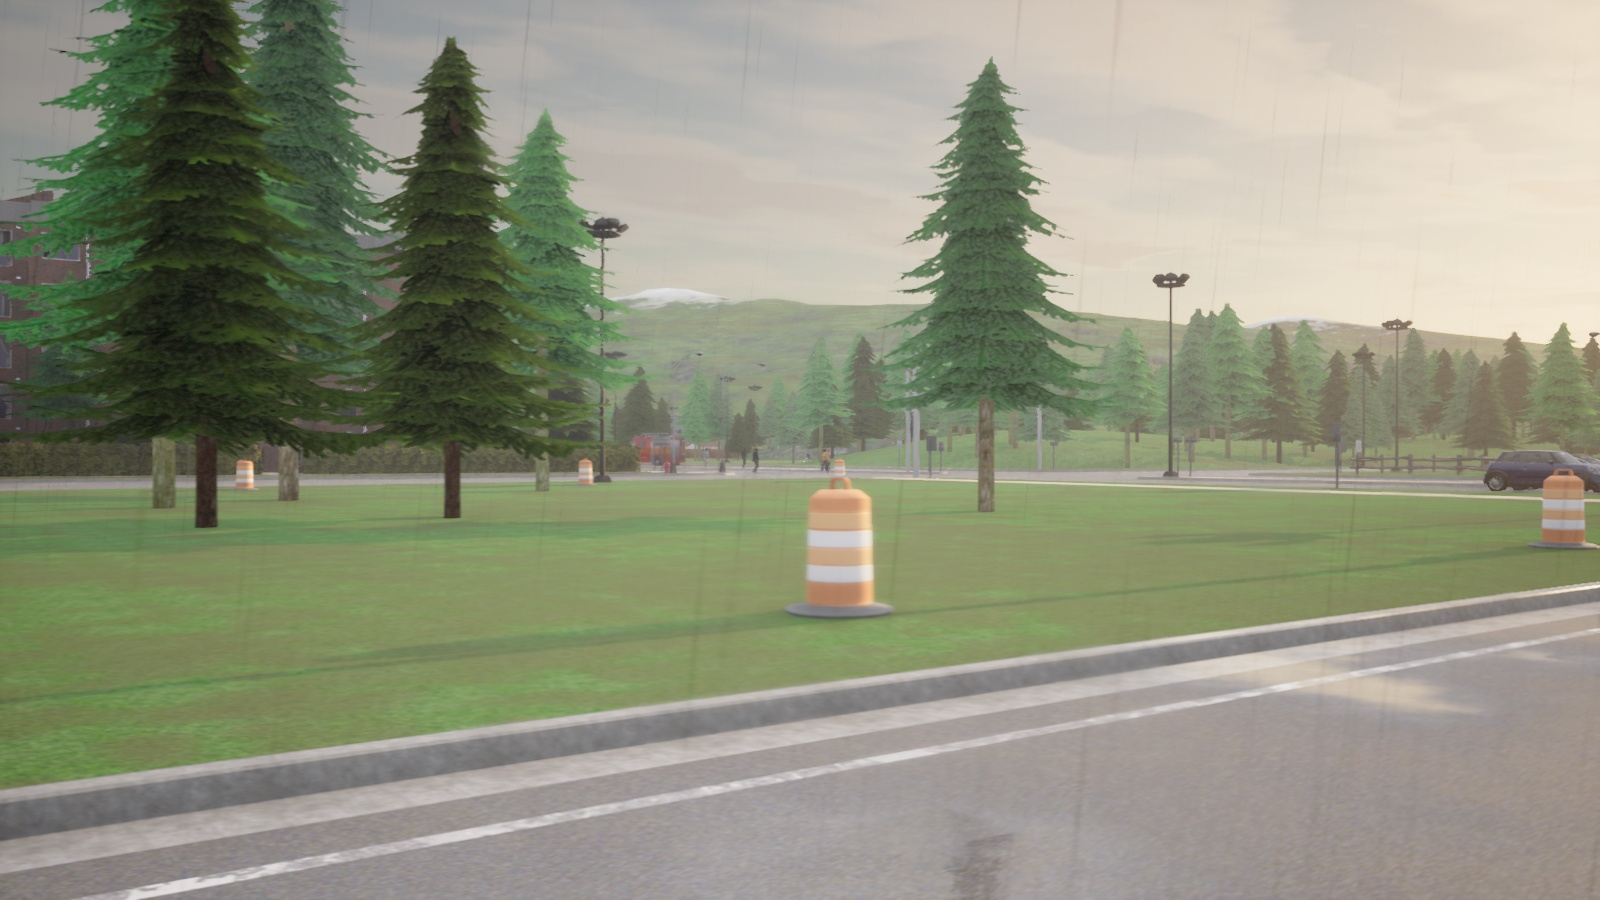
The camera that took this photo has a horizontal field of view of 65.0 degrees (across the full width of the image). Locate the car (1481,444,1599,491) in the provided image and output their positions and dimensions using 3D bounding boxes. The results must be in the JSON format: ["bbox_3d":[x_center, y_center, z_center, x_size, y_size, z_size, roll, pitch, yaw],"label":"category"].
[{"bbox_3d":[29.567,0.663,49.266,2.097,1.767,4.553,0,0,-35],"label":"car"}]

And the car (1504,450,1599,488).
[{"bbox_3d":[32.080,0.764,51.783,2.128,1.511,4.902,0,0,-35],"label":"car"}]

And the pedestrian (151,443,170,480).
[{"bbox_3d":[-34.813,0.623,68.357,0.873,1.952,0.659,0,0,-34],"label":"pedestrian"}]
